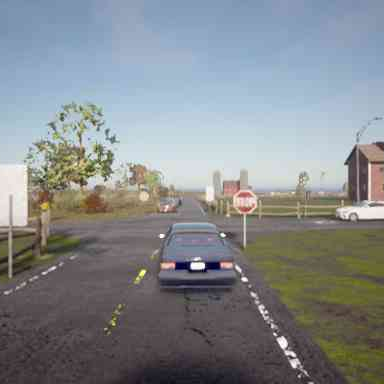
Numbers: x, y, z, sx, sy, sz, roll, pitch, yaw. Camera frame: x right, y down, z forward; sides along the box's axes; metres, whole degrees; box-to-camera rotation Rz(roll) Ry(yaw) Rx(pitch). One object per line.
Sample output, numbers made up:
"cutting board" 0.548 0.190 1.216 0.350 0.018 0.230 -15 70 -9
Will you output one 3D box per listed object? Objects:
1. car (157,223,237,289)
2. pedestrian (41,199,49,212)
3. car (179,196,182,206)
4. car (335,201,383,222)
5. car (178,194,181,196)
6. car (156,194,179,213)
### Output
"car" 0.039 1.575 9.359 2.033 1.411 5.357 0 0 -2
"pedestrian" -12.201 1.496 27.638 0.375 1.860 0.375 0 1 0
"car" -2.914 1.669 48.747 1.812 1.442 4.674 0 0 1
"car" 12.949 1.379 24.425 4.674 1.442 1.812 -1 0 -1
"car" -2.919 1.396 59.047 2.150 2.045 5.566 0 0 0
"car" -2.906 1.466 38.698 2.097 1.767 4.553 0 0 0
